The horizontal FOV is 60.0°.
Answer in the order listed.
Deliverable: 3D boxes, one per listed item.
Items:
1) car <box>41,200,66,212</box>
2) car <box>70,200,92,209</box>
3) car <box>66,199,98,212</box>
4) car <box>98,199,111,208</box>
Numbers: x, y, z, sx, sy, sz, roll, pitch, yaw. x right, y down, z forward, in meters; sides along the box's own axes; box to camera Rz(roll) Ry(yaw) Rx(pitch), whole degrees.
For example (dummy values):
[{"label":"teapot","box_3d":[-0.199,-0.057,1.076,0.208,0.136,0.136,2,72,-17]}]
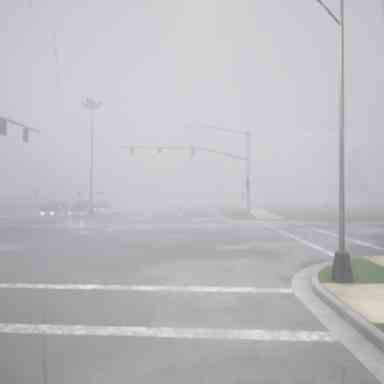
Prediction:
[{"label":"car","box_3d":[-17.988,1.805,44.049,2.033,1.411,5.357,0,0,1]},{"label":"car","box_3d":[-17.819,1.914,53.632,1.895,1.301,4.718,0,0,1]},{"label":"car","box_3d":[-14.488,1.762,43.976,1.837,1.490,4.892,0,0,1]},{"label":"car","box_3d":[-14.320,1.873,52.882,1.994,1.385,4.181,0,0,2]}]
